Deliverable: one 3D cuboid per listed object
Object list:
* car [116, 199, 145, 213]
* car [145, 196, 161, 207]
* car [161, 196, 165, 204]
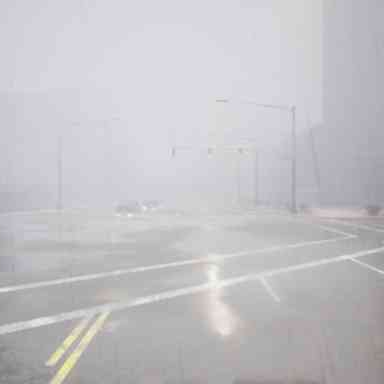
[{"bbox_3d":[-6.896,1.514,36.610,2.033,1.411,5.357,0,0,1],"label":"car"},{"bbox_3d":[-6.736,1.711,54.894,1.895,1.301,4.718,0,-1,1],"label":"car"},{"bbox_3d":[-6.640,1.611,69.749,2.128,1.511,4.902,0,-1,0],"label":"car"}]
